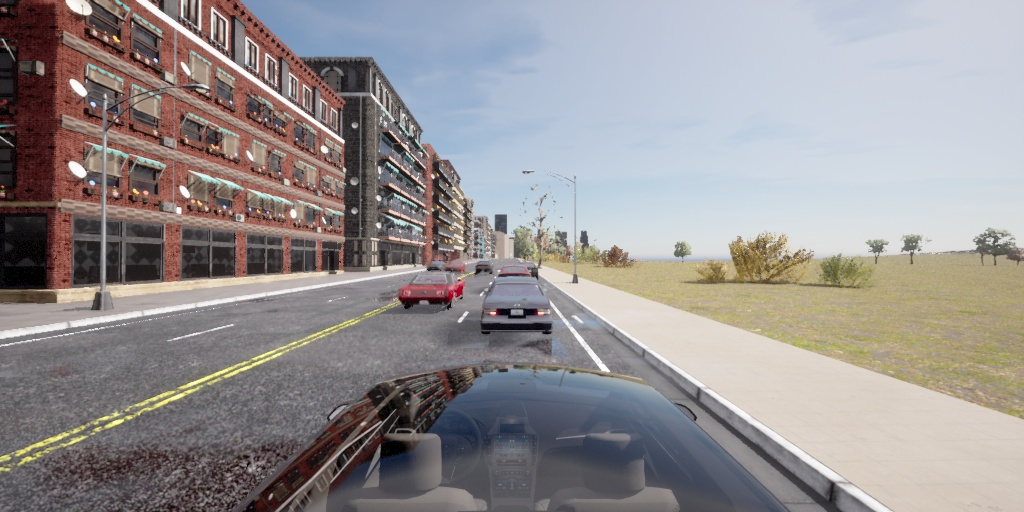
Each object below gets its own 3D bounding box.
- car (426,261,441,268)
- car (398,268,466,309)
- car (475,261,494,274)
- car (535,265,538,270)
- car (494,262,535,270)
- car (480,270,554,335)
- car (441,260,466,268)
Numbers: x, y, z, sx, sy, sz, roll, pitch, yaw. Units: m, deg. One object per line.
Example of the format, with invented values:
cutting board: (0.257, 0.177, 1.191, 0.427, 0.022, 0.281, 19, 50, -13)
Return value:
car: (-9.746, 1.318, 46.930, 2.033, 1.411, 5.357, 0, 0, 0)
car: (-3.123, 1.358, 15.006, 1.895, 1.301, 4.718, 0, 0, 0)
car: (-3.060, 1.273, 40.429, 1.837, 1.490, 4.892, 0, 0, 0)
car: (1.203, 1.243, 30.511, 1.882, 1.535, 5.008, 0, 0, 0)
car: (0.146, 1.238, 21.073, 1.882, 1.535, 5.008, 0, 0, 0)
car: (0.119, 1.302, 10.533, 2.033, 1.411, 5.357, 0, 0, 0)
car: (-6.509, 1.246, 41.785, 1.882, 1.535, 5.008, 0, 0, 0)
